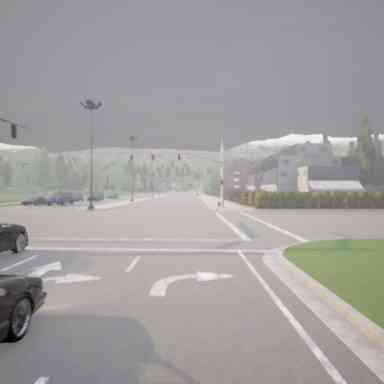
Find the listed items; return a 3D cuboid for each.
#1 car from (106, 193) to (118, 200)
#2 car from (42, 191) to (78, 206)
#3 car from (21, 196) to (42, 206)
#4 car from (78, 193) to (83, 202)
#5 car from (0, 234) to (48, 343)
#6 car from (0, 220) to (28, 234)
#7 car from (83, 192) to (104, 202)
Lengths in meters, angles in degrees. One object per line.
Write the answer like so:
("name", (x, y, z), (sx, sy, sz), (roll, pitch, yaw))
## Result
("car", (-18.673, 1.050, 78.304), (2.033, 1.411, 5.357), (0, 0, 0))
("car", (-18.732, 0.927, 47.536), (2.150, 2.045, 5.566), (0, 0, 0))
("car", (-22.231, 1.254, 47.332), (2.033, 1.411, 5.357), (0, 0, -1))
("car", (-22.210, 0.964, 63.391), (2.097, 1.767, 4.553), (0, 0, 0))
("car", (-3.424, 1.526, 3.321), (2.033, 1.411, 5.357), (0, 0, 0))
("car", (-6.939, 1.427, 10.292), (2.128, 1.511, 4.902), (0, 0, 0))
("car", (-18.709, 1.205, 63.947), (1.895, 1.301, 4.718), (0, 0, 0))
